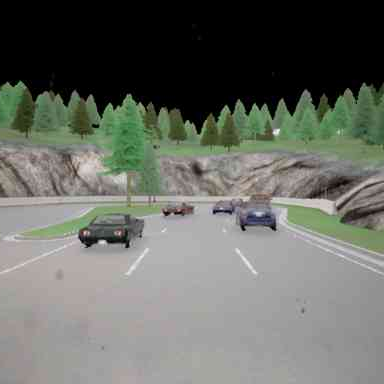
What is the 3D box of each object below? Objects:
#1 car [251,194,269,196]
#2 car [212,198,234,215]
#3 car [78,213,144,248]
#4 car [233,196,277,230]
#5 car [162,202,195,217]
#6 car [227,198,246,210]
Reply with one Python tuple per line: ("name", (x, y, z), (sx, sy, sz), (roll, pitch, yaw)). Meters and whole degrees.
("car", (7.408, 1.217, 35.808), (2.150, 2.045, 5.566), (0, 0, 17))
("car", (3.413, 1.560, 34.356), (1.994, 1.385, 4.181), (0, 0, 15))
("car", (-3.346, 1.599, 14.812), (1.895, 1.301, 4.718), (0, 0, 1))
("car", (3.967, 1.349, 21.106), (2.097, 1.767, 4.553), (0, 0, 4))
("car", (-1.136, 1.597, 31.148), (1.895, 1.301, 4.718), (0, 0, 15))
("car", (5.991, 1.543, 44.110), (2.033, 1.411, 5.357), (0, 0, 12))
